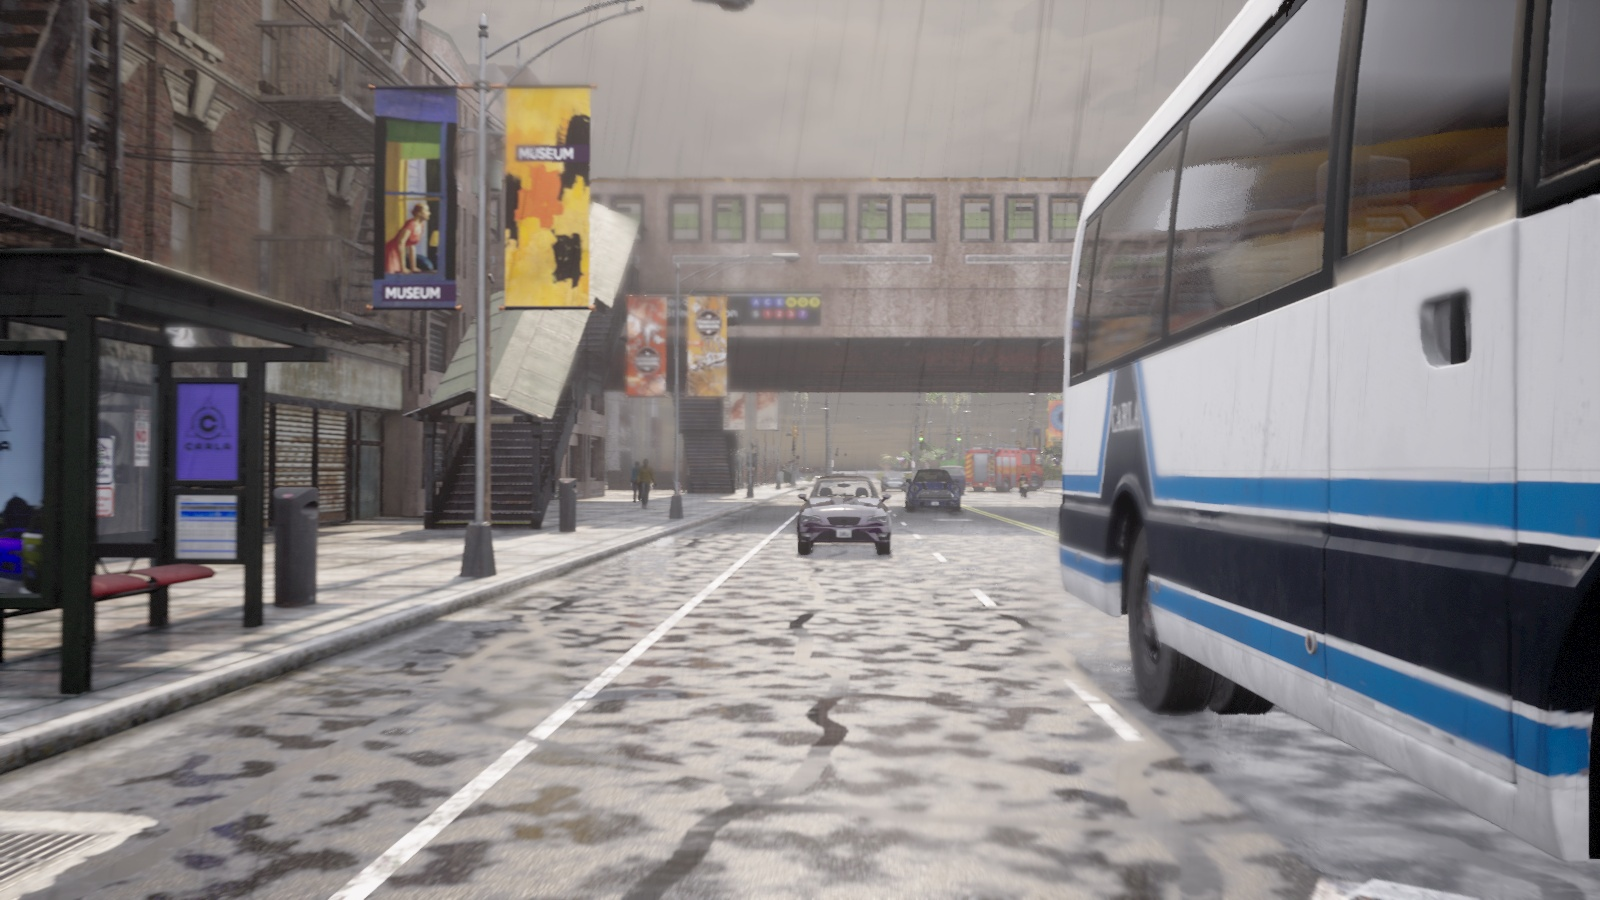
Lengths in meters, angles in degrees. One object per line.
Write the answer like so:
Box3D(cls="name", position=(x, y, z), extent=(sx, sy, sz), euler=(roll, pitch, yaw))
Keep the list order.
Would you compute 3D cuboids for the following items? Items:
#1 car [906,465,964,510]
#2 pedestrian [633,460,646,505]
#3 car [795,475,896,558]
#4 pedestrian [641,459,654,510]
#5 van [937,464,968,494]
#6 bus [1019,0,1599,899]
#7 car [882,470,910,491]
Box3D(cls="car", position=(5.482, 1.517, 51.475), extent=(2.097, 1.767, 4.553), euler=(0, -1, 3))
Box3D(cls="pedestrian", position=(-7.008, 1.413, 54.828), extent=(0.396, 1.930, 0.692), euler=(0, -1, 6))
Box3D(cls="car", position=(0.908, 1.240, 24.759), extent=(1.816, 1.474, 4.193), euler=(0, -1, 2))
Box3D(cls="pedestrian", position=(-5.516, 1.249, 45.341), extent=(0.431, 1.840, 0.709), euler=(0, -1, -5))
Box3D(cls="van", position=(10.452, 1.976, 86.181), extent=(1.775, 1.987, 4.442), euler=(0, -1, 3))
Box3D(cls="bus", position=(3.649, -0.481, 5.537), extent=(3.944, 4.253, 10.273), euler=(0, -1, 2))
Box3D(cls="car", position=(7.421, 2.354, 97.526), extent=(2.033, 1.649, 4.856), euler=(0, -1, 2))
